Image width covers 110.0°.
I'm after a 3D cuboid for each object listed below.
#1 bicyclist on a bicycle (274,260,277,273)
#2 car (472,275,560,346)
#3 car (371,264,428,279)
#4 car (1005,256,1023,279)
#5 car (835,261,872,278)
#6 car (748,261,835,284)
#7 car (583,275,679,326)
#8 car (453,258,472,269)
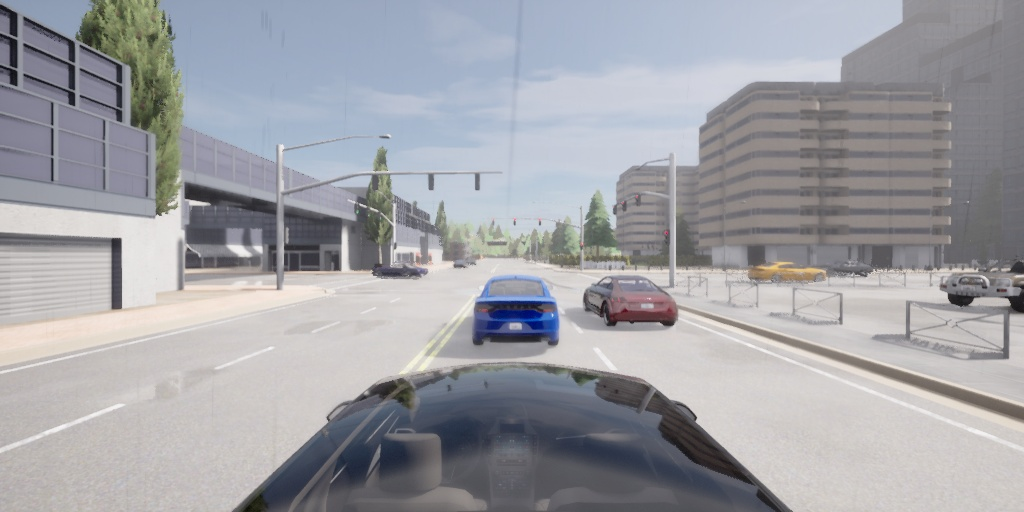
[{"bbox_3d":[-25.839,1.025,39.676,0.582,1.620,1.656,0,0,-1],"label":"bicyclist on a bicycle"},{"bbox_3d":[0.095,1.222,9.461,1.882,1.535,5.008,0,0,0],"label":"car"},{"bbox_3d":[-9.968,1.328,31.742,4.718,1.301,1.895,0,0,16],"label":"car"},{"bbox_3d":[50.670,1.099,33.985,4.553,1.767,2.097,0,0,-1],"label":"car"},{"bbox_3d":[30.822,1.218,33.674,4.902,1.511,2.128,0,0,-1],"label":"car"},{"bbox_3d":[20.182,1.210,26.331,5.008,1.535,1.882,0,0,0],"label":"car"},{"bbox_3d":[3.603,1.307,11.593,1.994,1.385,4.181,0,0,0],"label":"car"},{"bbox_3d":[-7.955,1.257,55.789,2.033,1.411,5.357,0,0,-1],"label":"car"}]
